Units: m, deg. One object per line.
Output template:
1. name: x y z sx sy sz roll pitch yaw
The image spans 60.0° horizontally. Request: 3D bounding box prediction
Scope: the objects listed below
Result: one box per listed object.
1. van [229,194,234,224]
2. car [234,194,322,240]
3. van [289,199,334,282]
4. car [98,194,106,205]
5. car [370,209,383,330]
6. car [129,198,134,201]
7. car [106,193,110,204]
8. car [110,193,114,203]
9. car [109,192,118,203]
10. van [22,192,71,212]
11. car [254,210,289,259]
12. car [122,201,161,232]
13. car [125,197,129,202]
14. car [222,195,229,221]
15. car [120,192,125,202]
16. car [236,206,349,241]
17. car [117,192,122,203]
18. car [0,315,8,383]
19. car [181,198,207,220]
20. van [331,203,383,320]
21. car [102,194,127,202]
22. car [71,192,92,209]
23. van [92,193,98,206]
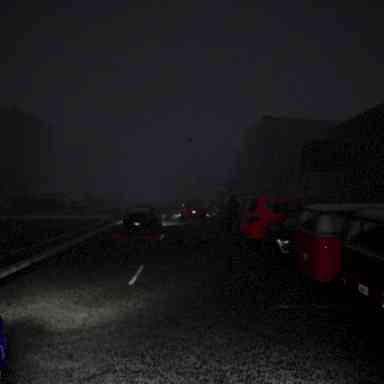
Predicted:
1. van: 4.617 1.208 19.066 4.442 1.987 1.878 0 0 0
2. car: 4.750 1.205 13.506 5.566 2.045 2.435 0 0 0
3. van: 4.830 1.246 7.823 4.442 1.987 1.878 0 0 0
4. car: -15.904 1.269 49.253 5.008 1.535 2.097 0 0 0
5. car: 4.679 1.228 2.270 5.566 2.045 2.435 0 0 0
6. car: -15.767 1.386 74.057 5.366 1.575 1.946 0 -1 0
7. car: -15.875 1.297 52.008 4.792 1.488 2.163 0 0 0
8. car: -15.917 1.271 54.764 4.892 1.521 2.231 0 0 0
9. car: -15.922 1.277 57.520 4.892 1.521 2.231 0 0 0
10. van: -15.752 1.102 35.469 4.442 1.987 1.878 0 0 0
11. car: 4.709 1.466 10.606 4.892 1.521 2.231 0 0 0
12. car: -2.875 1.471 19.618 1.812 1.442 4.674 0 0 0
13. car: -15.964 1.065 65.790 5.566 2.045 2.435 0 0 0
14. car: 4.771 1.168 21.842 5.566 2.045 2.435 0 0 0
15. car: -15.933 1.299 63.033 5.008 1.535 2.097 0 0 0
16. car: 4.700 1.476 16.160 4.792 1.488 2.163 0 0 0
17. car: -15.918 1.286 60.277 5.008 1.535 2.097 0 0 0
18. car: -2.899 1.477 1.562 1.882 1.535 5.008 0 0 0
19. car: 0.153 1.472 27.171 1.994 1.385 4.181 0 0 0
20. van: 4.827 1.250 5.169 4.442 1.987 1.878 0 0 0
21. car: -15.909 1.212 68.545 4.553 1.767 2.185 0 0 0
22. car: -15.852 1.042 40.980 5.566 2.045 2.435 0 0 0
23. van: -16.008 1.047 46.617 4.442 1.987 1.878 0 0 0
